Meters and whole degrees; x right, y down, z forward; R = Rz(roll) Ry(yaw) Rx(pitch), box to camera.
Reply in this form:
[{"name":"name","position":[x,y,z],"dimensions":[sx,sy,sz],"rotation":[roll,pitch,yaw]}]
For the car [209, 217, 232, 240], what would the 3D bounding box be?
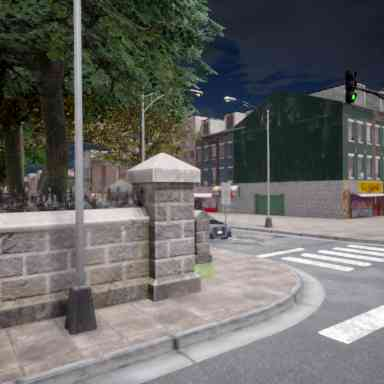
[{"name":"car","position":[0.164,1.775,17.494],"dimensions":[1.994,1.385,4.181],"rotation":[-1,0,-36]}]
